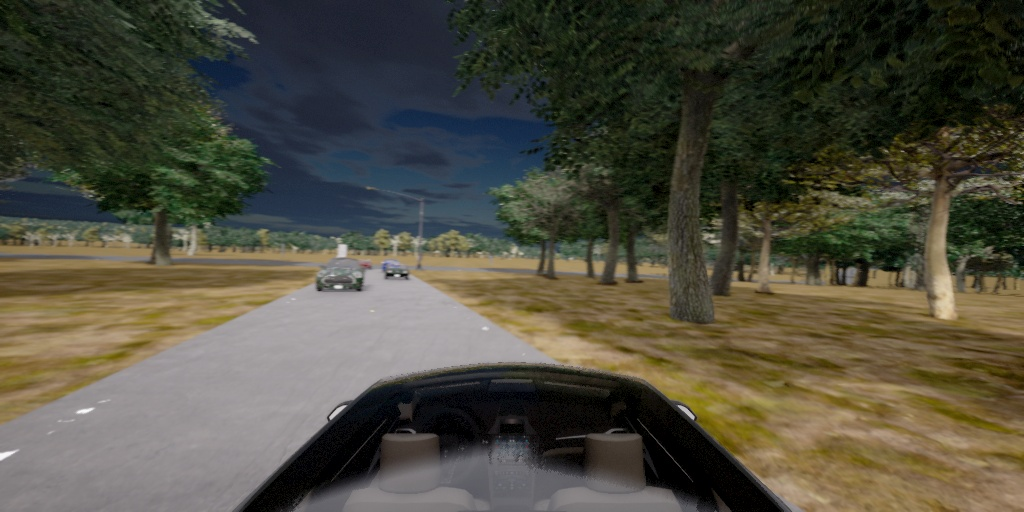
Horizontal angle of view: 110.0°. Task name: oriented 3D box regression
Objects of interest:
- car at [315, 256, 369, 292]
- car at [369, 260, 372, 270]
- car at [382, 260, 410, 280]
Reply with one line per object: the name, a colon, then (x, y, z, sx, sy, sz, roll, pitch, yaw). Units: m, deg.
car: (-8.972, 0.874, 19.084, 2.097, 1.767, 4.553, 3, -1, -21)
car: (-19.088, 1.075, 46.340, 1.895, 1.301, 4.718, 3, -1, -21)
car: (-9.717, 1.252, 30.103, 1.895, 1.301, 4.718, 3, -1, -20)
